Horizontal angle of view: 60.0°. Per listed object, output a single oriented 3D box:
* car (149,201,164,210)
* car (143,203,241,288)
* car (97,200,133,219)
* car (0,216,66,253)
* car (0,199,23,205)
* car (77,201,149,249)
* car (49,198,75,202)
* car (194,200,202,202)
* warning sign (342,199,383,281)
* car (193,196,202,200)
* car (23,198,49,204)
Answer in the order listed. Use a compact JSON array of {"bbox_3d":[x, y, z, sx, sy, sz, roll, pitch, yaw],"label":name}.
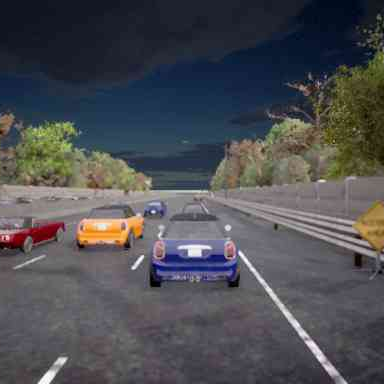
[{"bbox_3d":[-3.350,1.560,31.227,1.812,1.442,4.674,0,0,0],"label":"car"},{"bbox_3d":[0.077,1.357,9.428,2.097,1.767,4.553,0,0,0],"label":"car"},{"bbox_3d":[-6.856,1.524,30.225,2.128,1.511,4.902,0,0,0],"label":"car"},{"bbox_3d":[-6.892,1.610,13.592,1.895,1.301,4.718,0,0,0],"label":"car"},{"bbox_3d":[-24.486,1.611,45.935,2.033,1.411,5.357,0,0,0],"label":"car"},{"bbox_3d":[-3.388,1.363,14.700,2.097,1.767,4.553,0,0,0],"label":"car"},{"bbox_3d":[-17.489,1.570,46.201,1.837,1.490,4.892,0,0,0],"label":"car"},{"bbox_3d":[0.114,1.572,25.345,2.033,1.411,5.357,0,0,0],"label":"car"},{"bbox_3d":[4.563,1.120,8.163,1.300,1.860,1.060,0,0,0],"label":"warning sign"},{"bbox_3d":[1.381,1.619,78.170,1.882,1.535,5.008,0,0,0],"label":"car"},{"bbox_3d":[-20.984,1.557,46.502,2.128,1.511,4.902,0,0,0],"label":"car"}]
